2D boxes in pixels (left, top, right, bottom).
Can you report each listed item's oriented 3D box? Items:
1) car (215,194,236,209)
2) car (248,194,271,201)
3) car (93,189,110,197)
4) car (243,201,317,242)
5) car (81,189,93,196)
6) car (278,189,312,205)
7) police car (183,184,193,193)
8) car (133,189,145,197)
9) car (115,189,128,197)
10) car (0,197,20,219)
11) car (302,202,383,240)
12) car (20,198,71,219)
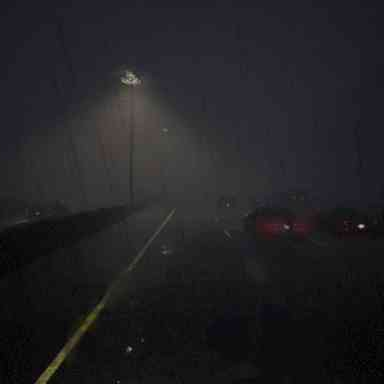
[{"bbox_3d":[3.589,0.971,35.481,1.837,1.490,4.892,0,1,0],"label":"car"},{"bbox_3d":[7.089,0.960,35.356,2.128,1.511,4.902,0,1,0],"label":"car"},{"bbox_3d":[-17.523,0.168,65.845,1.812,1.442,4.674,0,2,0],"label":"car"},{"bbox_3d":[3.596,1.373,15.258,2.033,1.411,5.357,0,1,0],"label":"car"},{"bbox_3d":[-21.021,0.107,67.866,2.033,1.411,5.357,0,2,0],"label":"car"},{"bbox_3d":[10.589,0.707,34.586,2.150,2.045,5.566,0,1,0],"label":"car"},{"bbox_3d":[-1.251,-0.671,86.186,1.930,1.638,5.238,0,2,0],"label":"police car"},{"bbox_3d":[-10.528,0.168,65.864,1.812,1.442,4.674,0,2,0],"label":"car"},{"bbox_3d":[-14.023,0.108,66.259,1.882,1.535,5.008,0,2,0],"label":"car"},{"bbox_3d":[-14.107,1.170,25.284,1.837,1.490,4.892,0,1,0],"label":"car"},{"bbox_3d":[7.095,1.380,15.941,1.994,1.385,4.181,0,1,0],"label":"car"},{"bbox_3d":[-10.607,1.237,24.836,1.994,1.385,4.181,0,1,0],"label":"car"}]
